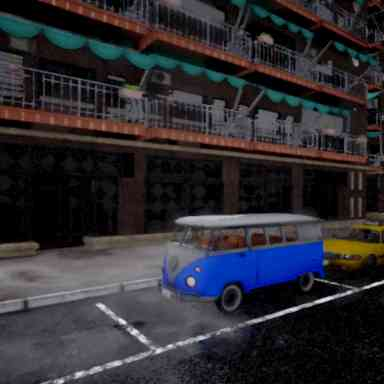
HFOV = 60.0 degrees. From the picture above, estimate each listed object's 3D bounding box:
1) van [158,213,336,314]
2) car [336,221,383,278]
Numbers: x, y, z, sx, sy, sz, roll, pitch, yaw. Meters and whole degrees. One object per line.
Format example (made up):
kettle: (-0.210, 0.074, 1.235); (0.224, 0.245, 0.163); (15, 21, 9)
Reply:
van: (1.242, 1.395, 7.442); (3.998, 1.788, 1.690); (1, 0, -35)
car: (5.599, 1.635, 10.549); (4.829, 1.417, 1.752); (1, 0, -35)
